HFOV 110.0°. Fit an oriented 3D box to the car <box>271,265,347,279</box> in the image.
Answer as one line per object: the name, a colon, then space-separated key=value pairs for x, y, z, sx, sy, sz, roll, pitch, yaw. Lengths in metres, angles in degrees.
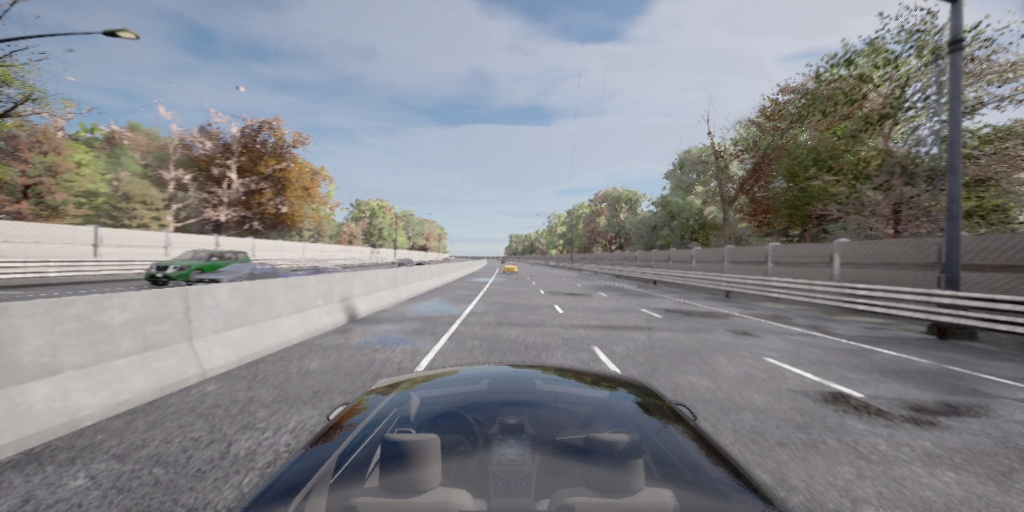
car: x=-10.491 y=1.180 z=19.541 sx=1.895 sy=1.301 sz=4.718 roll=1 pitch=0 yaw=0

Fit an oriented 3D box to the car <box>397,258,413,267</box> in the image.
car: x=-18.190 y=1.101 z=61.537 sx=1.837 sy=1.490 sz=4.892 roll=2 pitch=0 yaw=-1

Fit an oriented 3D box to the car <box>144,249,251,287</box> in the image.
car: x=-17.481 y=0.628 z=20.538 sx=2.150 sy=2.045 sz=5.566 roll=1 pitch=-1 yaw=0

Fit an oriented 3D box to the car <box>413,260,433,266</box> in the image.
car: x=-14.655 y=1.302 z=60.298 sx=1.895 sy=1.301 sz=4.718 roll=2 pitch=0 yaw=-1

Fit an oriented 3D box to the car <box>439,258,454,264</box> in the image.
car: x=-11.202 y=1.143 z=61.836 sx=2.097 sy=1.767 sz=4.553 roll=1 pitch=0 yaw=-1

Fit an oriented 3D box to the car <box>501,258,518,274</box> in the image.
car: x=-0.230 y=1.452 z=46.663 sx=1.801 sy=1.575 sz=5.366 roll=1 pitch=0 yaw=-1

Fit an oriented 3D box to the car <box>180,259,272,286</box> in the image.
car: x=-13.990 y=1.033 z=19.005 sx=2.033 sy=1.411 sz=5.357 roll=1 pitch=0 yaw=0
